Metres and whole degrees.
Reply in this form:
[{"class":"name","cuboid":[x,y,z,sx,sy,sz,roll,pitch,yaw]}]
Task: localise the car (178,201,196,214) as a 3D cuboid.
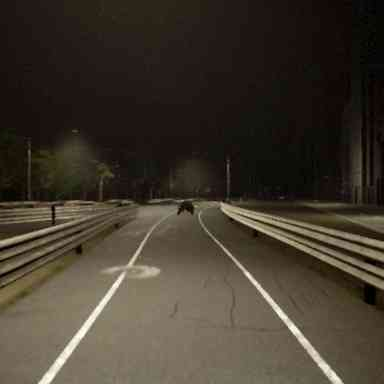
[{"class":"car","cuboid":[-0.675,1.905,40.323,1.837,1.490,4.892,0,-1,2]}]
